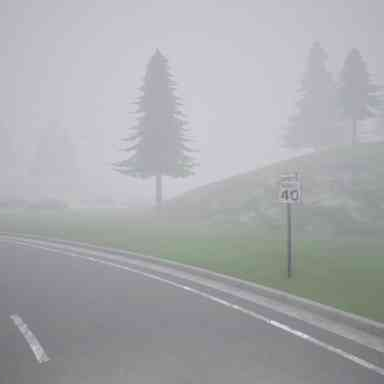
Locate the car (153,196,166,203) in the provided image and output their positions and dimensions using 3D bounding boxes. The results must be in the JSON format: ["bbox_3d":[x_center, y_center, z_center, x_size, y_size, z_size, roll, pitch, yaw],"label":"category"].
[{"bbox_3d":[-7.357,1.489,63.455,2.128,1.511,4.902,0,0,38],"label":"car"}]

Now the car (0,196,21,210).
[{"bbox_3d":[-23.445,1.351,42.823,2.097,1.767,4.553,0,0,38],"label":"car"}]

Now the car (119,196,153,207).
[{"bbox_3d":[-8.646,1.351,50.450,2.097,1.767,4.553,0,0,38],"label":"car"}]

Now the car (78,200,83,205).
[{"bbox_3d":[-17.000,1.601,56.812,1.895,1.301,4.718,0,0,38],"label":"car"}]

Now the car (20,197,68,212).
[{"bbox_3d":[-17.249,1.601,39.388,1.895,1.301,4.718,0,0,38],"label":"car"}]

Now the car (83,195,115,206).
[{"bbox_3d":[-14.755,1.351,53.992,2.097,1.767,4.553,0,0,38],"label":"car"}]

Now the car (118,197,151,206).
[{"bbox_3d":[-9.467,1.548,55.096,2.033,1.411,5.357,0,0,38],"label":"car"}]

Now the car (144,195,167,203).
[{"bbox_3d":[-7.469,1.476,68.927,1.882,1.535,5.008,0,0,38],"label":"car"}]
